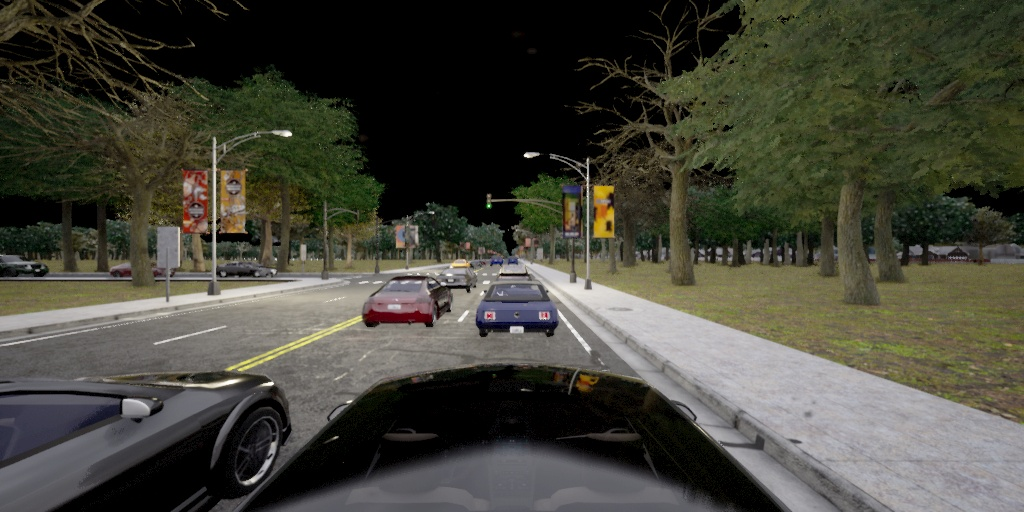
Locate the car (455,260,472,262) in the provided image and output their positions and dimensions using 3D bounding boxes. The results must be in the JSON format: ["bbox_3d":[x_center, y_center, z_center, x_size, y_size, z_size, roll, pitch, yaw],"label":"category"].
[{"bbox_3d":[-6.502,1.224,45.422,1.882,1.535,5.008,0,0,0],"label":"car"}]

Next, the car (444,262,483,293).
[{"bbox_3d":[-3.109,1.293,20.765,2.033,1.411,5.357,0,0,0],"label":"car"}]

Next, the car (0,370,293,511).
[{"bbox_3d":[-3.152,1.314,1.821,1.994,1.385,4.181,0,0,0],"label":"car"}]

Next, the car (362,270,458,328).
[{"bbox_3d":[-3.123,1.311,11.455,1.994,1.385,4.181,0,0,-1],"label":"car"}]

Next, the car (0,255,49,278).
[{"bbox_3d":[-44.530,0.921,31.573,5.566,2.045,2.150,0,0,0],"label":"car"}]

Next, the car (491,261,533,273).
[{"bbox_3d":[0.119,1.237,19.632,2.128,1.511,4.902,0,0,1],"label":"car"}]

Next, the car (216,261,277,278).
[{"bbox_3d":[-23.320,1.211,31.498,4.902,1.511,2.128,0,0,0],"label":"car"}]

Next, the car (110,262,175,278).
[{"bbox_3d":[-32.458,1.234,31.523,4.674,1.442,1.812,0,0,0],"label":"car"}]

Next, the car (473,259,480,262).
[{"bbox_3d":[-6.470,1.350,54.829,1.895,1.301,4.718,0,0,0],"label":"car"}]

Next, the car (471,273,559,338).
[{"bbox_3d":[0.117,1.348,10.163,1.895,1.301,4.718,0,0,0],"label":"car"}]

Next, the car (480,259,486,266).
[{"bbox_3d":[-6.417,1.320,64.886,1.994,1.385,4.181,0,0,0],"label":"car"}]
